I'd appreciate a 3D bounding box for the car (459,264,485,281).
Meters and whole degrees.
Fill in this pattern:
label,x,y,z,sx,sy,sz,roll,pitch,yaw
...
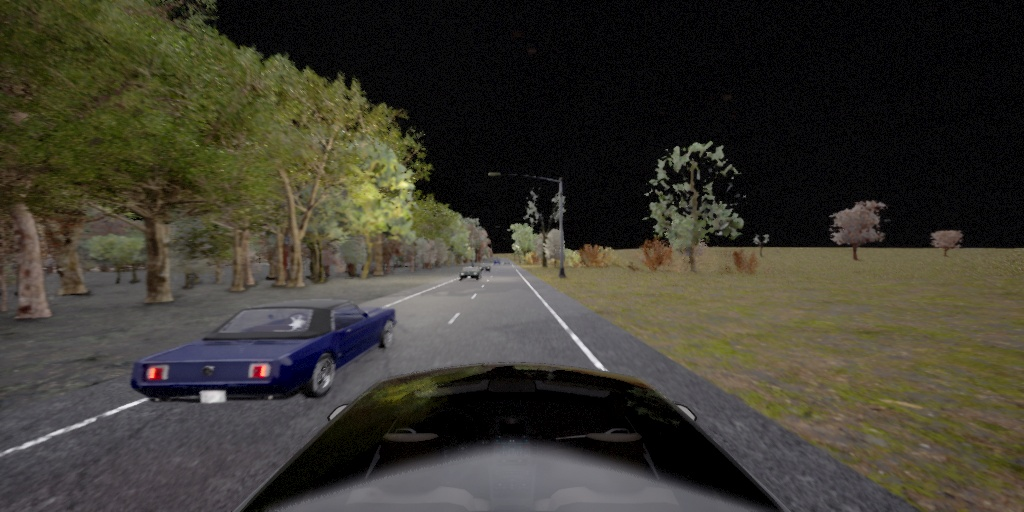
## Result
label,x,y,z,sx,sy,sz,roll,pitch,yaw
car,-4.061,1.719,35.836,1.895,1.301,4.718,-1,-1,-1

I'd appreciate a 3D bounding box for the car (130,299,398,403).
label,x,y,z,sx,sy,sz,roll,pitch,yaw
car,-3.656,1.446,6.577,1.895,1.301,4.718,-1,-1,-1

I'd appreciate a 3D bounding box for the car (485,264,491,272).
label,x,y,z,sx,sy,sz,roll,pitch,yaw
car,-4.377,1.918,58.814,1.895,1.301,4.718,-1,0,-1
